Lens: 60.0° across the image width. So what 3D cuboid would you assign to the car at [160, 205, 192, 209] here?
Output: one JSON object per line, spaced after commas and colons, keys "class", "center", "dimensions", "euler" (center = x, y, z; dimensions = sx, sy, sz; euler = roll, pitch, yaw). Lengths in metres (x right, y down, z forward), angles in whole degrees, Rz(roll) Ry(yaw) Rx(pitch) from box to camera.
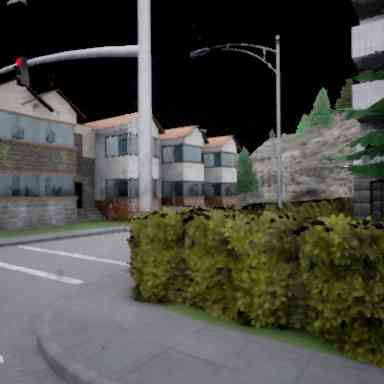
{"class": "car", "center": [-1.443, 1.688, 21.952], "dimensions": [2.097, 1.767, 4.553], "euler": [-1, 0, 35]}
